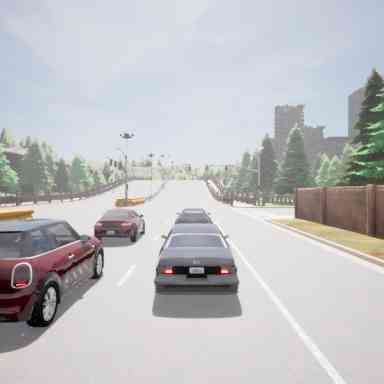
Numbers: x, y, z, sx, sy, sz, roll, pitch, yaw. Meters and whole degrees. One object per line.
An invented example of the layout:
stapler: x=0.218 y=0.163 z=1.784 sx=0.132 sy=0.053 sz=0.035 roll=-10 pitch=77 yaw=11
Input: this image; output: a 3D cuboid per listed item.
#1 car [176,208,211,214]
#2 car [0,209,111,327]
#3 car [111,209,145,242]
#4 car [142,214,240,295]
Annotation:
car: x=0.084 y=1.564 z=18.124 sx=1.994 sy=1.385 sz=4.181 roll=0 pitch=0 yaw=0
car: x=-3.408 y=1.352 z=7.175 sx=2.097 sy=1.767 sz=4.553 roll=0 pitch=0 yaw=0
car: x=-3.418 y=1.526 z=16.169 sx=1.812 sy=1.442 sz=4.674 roll=0 pitch=0 yaw=-1
car: x=0.091 y=1.547 z=8.883 sx=2.033 sy=1.411 sz=5.357 roll=0 pitch=0 yaw=0
